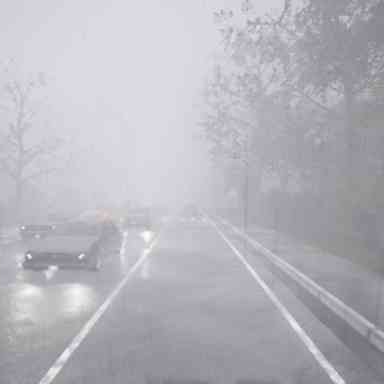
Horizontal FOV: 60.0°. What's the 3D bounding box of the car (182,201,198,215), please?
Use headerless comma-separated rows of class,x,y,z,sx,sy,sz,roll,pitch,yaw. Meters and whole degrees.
car,-0.259,2.107,42.391,1.994,1.385,4.181,0,-1,-1

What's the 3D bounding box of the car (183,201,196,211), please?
car,-0.423,2.151,52.264,1.812,1.442,4.674,0,0,-1

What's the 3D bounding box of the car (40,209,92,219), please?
car,-7.108,1.767,17.558,1.895,1.301,4.718,0,-1,0

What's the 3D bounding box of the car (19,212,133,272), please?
car,-3.597,1.622,11.288,2.033,1.411,5.357,0,-1,0

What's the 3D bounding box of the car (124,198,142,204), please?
car,-7.289,1.733,40.127,2.150,2.045,5.566,0,-1,0

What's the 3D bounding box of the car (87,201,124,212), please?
car,-7.165,1.657,26.664,2.097,1.767,4.553,0,-1,0

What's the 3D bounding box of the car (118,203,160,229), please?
car,-3.636,1.764,23.523,1.837,1.490,4.892,0,-1,0

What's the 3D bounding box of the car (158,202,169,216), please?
car,-3.780,1.973,39.070,1.882,1.535,5.008,0,-1,-1
